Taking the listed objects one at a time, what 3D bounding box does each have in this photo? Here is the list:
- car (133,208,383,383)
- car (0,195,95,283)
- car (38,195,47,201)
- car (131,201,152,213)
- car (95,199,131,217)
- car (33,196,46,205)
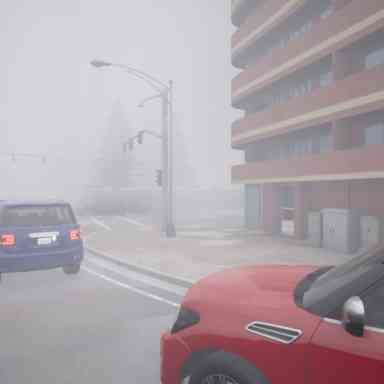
[{"bbox_3d":[2.322,1.221,2.472,5.566,2.045,2.150,0,0,36],"label":"car"},{"bbox_3d":[-4.965,1.221,9.841,2.150,2.045,5.566,0,0,-36],"label":"car"},{"bbox_3d":[-37.098,1.540,82.537,2.033,1.411,5.357,0,0,-23],"label":"car"},{"bbox_3d":[-6.847,1.603,34.792,5.357,1.411,2.033,0,0,-21],"label":"car"},{"bbox_3d":[-8.254,1.400,30.386,4.553,1.767,2.097,0,0,-22],"label":"car"},{"bbox_3d":[-27.486,1.477,60.039,1.882,1.535,5.008,0,0,-23],"label":"car"}]
